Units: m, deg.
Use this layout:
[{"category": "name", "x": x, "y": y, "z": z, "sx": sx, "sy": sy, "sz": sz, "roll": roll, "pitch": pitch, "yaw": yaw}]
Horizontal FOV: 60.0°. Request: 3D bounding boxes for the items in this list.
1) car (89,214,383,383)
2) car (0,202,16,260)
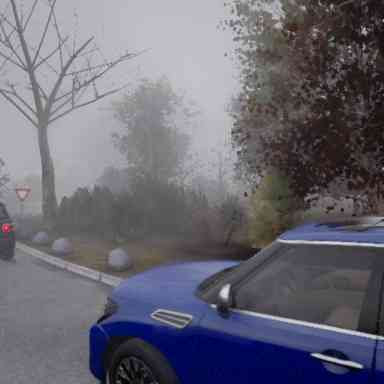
[{"category": "car", "x": 1.558, "y": 1.217, "z": 2.778, "sx": 5.566, "sy": 2.045, "sz": 2.150, "roll": -1, "pitch": 0, "yaw": 36}, {"category": "car", "x": -8.009, "y": 1.307, "z": 11.838, "sx": 2.150, "sy": 2.045, "sz": 5.566, "roll": -1, "pitch": 0, "yaw": -41}]
